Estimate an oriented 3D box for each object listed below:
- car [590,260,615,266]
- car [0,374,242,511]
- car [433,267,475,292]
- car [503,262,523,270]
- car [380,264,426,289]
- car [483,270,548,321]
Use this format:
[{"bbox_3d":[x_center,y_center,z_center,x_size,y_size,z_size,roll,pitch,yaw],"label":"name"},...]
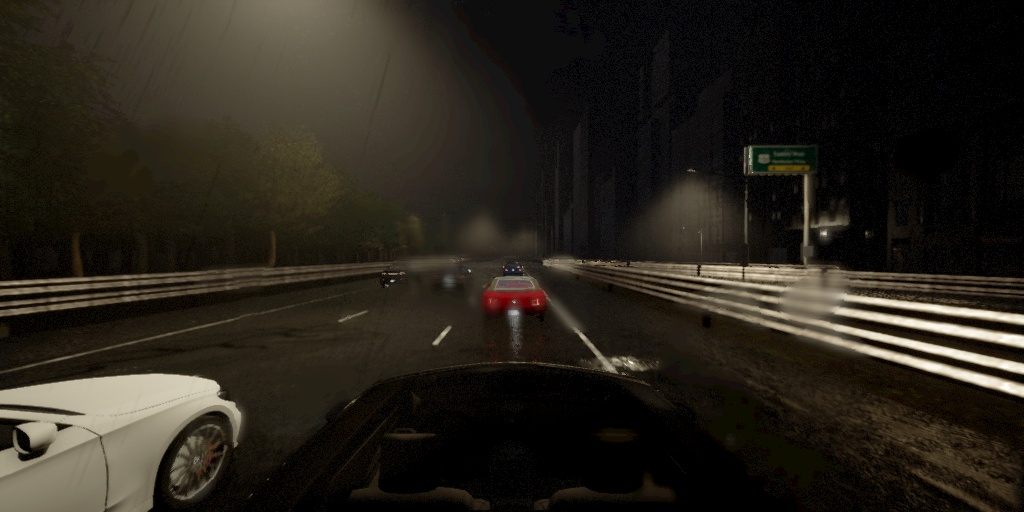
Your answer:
[{"bbox_3d":[13.504,1.333,54.121,1.882,1.535,5.008,0,0,-17],"label":"car"},{"bbox_3d":[-3.401,1.276,1.337,1.812,1.442,4.674,0,0,0],"label":"car"},{"bbox_3d":[-3.396,1.314,21.378,1.994,1.385,4.181,0,0,0],"label":"car"},{"bbox_3d":[0.107,1.304,34.350,2.033,1.411,5.357,0,0,0],"label":"car"},{"bbox_3d":[-6.895,1.242,23.107,2.128,1.511,4.902,0,0,0],"label":"car"},{"bbox_3d":[0.101,1.349,12.415,1.895,1.301,4.718,0,0,0],"label":"car"}]
